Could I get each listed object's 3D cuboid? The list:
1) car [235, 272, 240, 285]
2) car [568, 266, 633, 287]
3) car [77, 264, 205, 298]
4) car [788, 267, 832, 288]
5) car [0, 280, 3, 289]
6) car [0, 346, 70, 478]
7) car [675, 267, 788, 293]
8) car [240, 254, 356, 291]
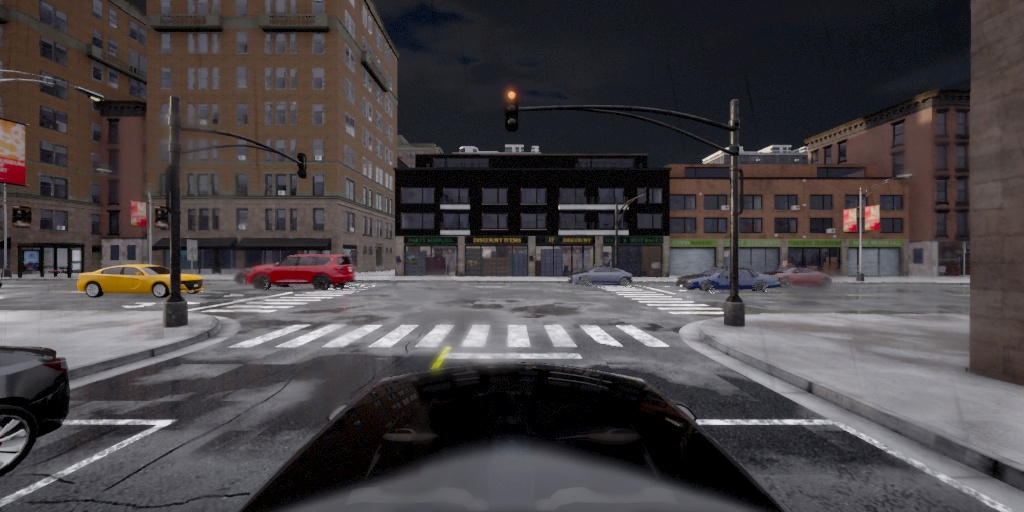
[{"bbox_3d":[-15.881,1.206,24.052,4.674,1.442,1.812,0,0,0],"label":"car"},{"bbox_3d":[5.907,1.351,24.170,4.181,1.385,1.994,0,0,0],"label":"car"},{"bbox_3d":[-17.782,1.149,17.356,5.008,1.535,1.882,0,0,0],"label":"car"},{"bbox_3d":[18.938,1.417,24.233,4.181,1.385,1.994,0,0,0],"label":"car"},{"bbox_3d":[-27.848,1.150,17.310,4.674,1.442,1.812,0,0,0],"label":"car"},{"bbox_3d":[-5.387,1.316,1.866,1.948,1.339,4.313,0,0,0],"label":"car"},{"bbox_3d":[12.547,1.368,20.951,5.357,1.411,2.033,0,0,0],"label":"car"},{"bbox_3d":[-12.062,0.920,20.834,5.566,2.045,2.150,0,0,0],"label":"car"}]
